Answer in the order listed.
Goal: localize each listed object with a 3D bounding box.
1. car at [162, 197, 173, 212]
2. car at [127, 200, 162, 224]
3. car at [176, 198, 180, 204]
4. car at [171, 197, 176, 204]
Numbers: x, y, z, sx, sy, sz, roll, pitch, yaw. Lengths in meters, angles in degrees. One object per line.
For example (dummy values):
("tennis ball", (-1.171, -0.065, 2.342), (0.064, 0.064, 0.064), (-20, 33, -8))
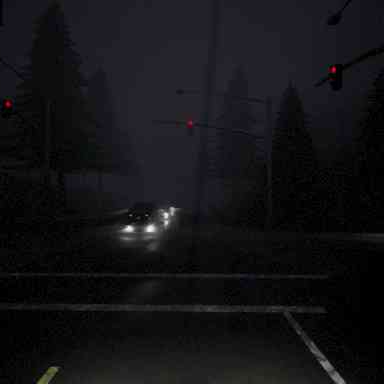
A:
("car", (-3.625, 1.601, 38.947), (1.895, 1.301, 4.718), (0, 0, 0))
("car", (-3.621, 1.505, 24.907), (1.837, 1.490, 4.892), (0, 0, 0))
("car", (-4.055, 1.564, 61.744), (1.994, 1.385, 4.181), (0, 0, -39))
("car", (-3.830, 1.601, 50.374), (1.895, 1.301, 4.718), (0, 0, -6))
